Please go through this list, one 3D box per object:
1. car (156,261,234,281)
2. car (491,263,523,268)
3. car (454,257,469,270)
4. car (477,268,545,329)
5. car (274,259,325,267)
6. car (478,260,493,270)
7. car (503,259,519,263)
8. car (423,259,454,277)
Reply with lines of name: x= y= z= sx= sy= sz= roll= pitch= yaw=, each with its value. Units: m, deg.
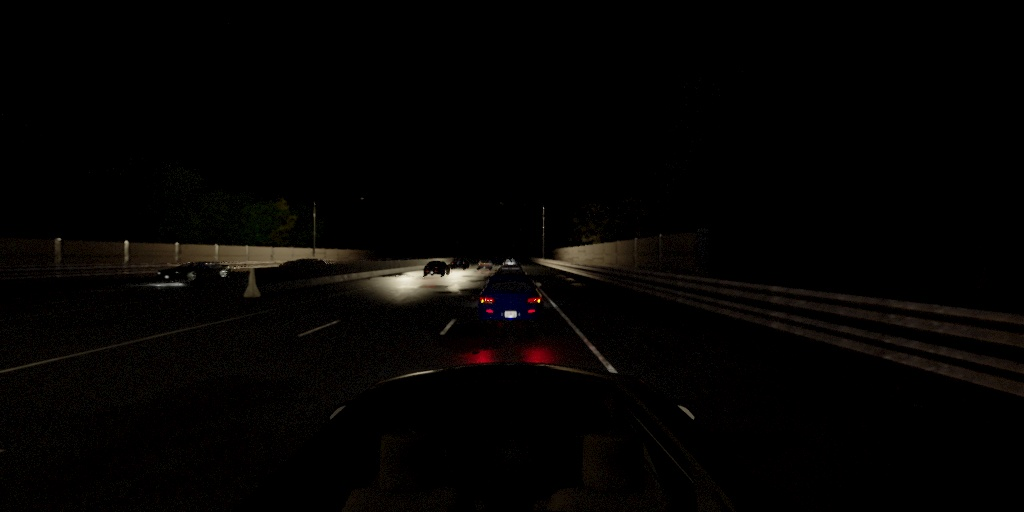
car: x=-24.768 y=1.115 z=28.355 sx=2.033 sy=1.411 sz=5.357 roll=-1 pitch=0 yaw=0
car: x=-0.103 y=1.302 z=21.697 sx=1.895 sy=1.301 sz=4.718 roll=0 pitch=0 yaw=0
car: x=-7.184 y=0.985 z=49.838 sx=2.097 sy=1.767 sz=4.553 roll=0 pitch=0 yaw=0
car: x=-0.043 y=1.253 z=11.086 sx=1.812 sy=1.442 sz=4.674 roll=0 pitch=0 yaw=0
car: x=-17.725 y=1.030 z=30.692 sx=2.097 sy=1.767 sz=4.553 roll=0 pitch=0 yaw=0
car: x=-3.686 y=1.232 z=50.194 sx=1.895 sy=1.301 sz=4.718 roll=0 pitch=0 yaw=0
car: x=-0.058 y=1.172 z=30.217 sx=2.128 sy=1.511 sz=4.902 roll=0 pitch=0 yaw=0
car: x=-7.081 y=1.178 z=34.019 sx=1.837 sy=1.490 sz=4.892 roll=0 pitch=1 yaw=0
